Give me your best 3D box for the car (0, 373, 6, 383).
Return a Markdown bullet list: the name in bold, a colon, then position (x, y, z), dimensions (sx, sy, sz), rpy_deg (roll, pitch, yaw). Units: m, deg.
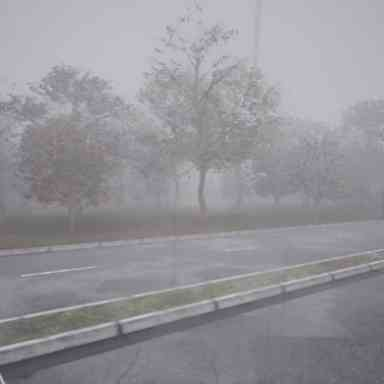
- **car**: position (-3.611, 1.198, 0.863), dimensions (5.566, 2.045, 2.150), rpy_deg (1, 0, -36)
